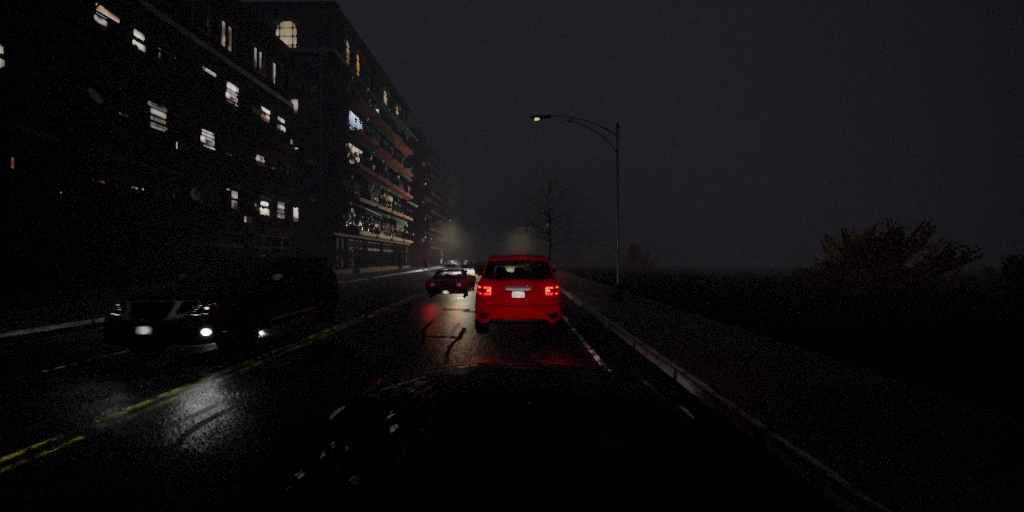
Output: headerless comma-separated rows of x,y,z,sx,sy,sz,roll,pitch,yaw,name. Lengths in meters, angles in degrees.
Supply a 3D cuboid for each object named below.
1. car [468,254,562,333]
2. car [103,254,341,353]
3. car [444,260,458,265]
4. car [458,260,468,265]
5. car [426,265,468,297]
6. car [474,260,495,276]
0.169,0.969,10.822,2.150,2.045,5.566,0,0,1,car
-6.543,0.969,9.155,2.150,2.045,5.566,0,0,0,car
-9.391,1.328,56.539,1.895,1.301,4.718,0,0,1,car
-6.186,1.294,51.748,1.994,1.385,4.181,0,0,1,car
-3.014,1.346,18.682,1.895,1.301,4.718,0,0,0,car
-2.855,1.214,38.143,1.882,1.535,5.008,0,0,0,car
